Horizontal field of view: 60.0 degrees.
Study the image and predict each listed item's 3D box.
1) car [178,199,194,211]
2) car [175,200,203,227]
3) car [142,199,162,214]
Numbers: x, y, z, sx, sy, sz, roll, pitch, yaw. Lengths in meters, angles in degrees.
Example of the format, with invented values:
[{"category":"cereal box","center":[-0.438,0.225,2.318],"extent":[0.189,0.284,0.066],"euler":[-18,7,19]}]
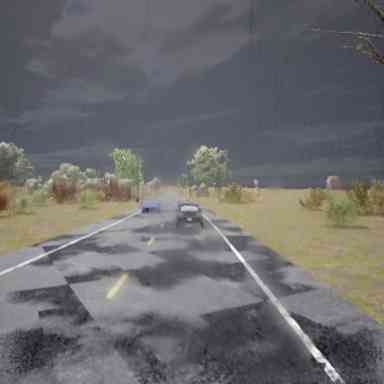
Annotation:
[{"category":"car","center":[-0.851,1.641,42.286],"extent":[1.895,1.301,4.718],"euler":[0,0,-2]},{"category":"car","center":[-0.193,1.555,23.181],"extent":[1.812,1.442,4.674],"euler":[0,0,-1]},{"category":"car","center":[-4.293,1.519,35.959],"extent":[1.882,1.535,5.008],"euler":[0,0,-2]}]
